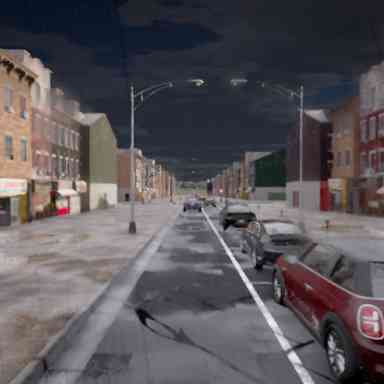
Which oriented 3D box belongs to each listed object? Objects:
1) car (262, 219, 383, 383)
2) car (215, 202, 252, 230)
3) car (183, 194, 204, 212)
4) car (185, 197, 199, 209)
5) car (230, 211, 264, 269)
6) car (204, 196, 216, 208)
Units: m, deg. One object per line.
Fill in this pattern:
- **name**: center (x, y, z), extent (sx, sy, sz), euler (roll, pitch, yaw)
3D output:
- **car**: center (2.620, 1.441, 5.437), extent (1.967, 1.590, 4.097), euler (-1, 0, 0)
- **car**: center (2.750, 1.487, 20.991), extent (1.882, 1.535, 5.008), euler (0, 0, 0)
- **car**: center (0.042, 1.379, 38.767), extent (2.097, 1.767, 4.553), euler (0, 0, 0)
- **car**: center (0.010, 1.517, 48.667), extent (1.882, 1.535, 5.008), euler (0, 0, 0)
- **car**: center (2.623, 1.554, 10.982), extent (2.008, 1.369, 4.403), euler (-1, 0, 0)
- **car**: center (2.623, 1.592, 49.802), extent (2.008, 1.369, 4.403), euler (-1, 0, 0)
